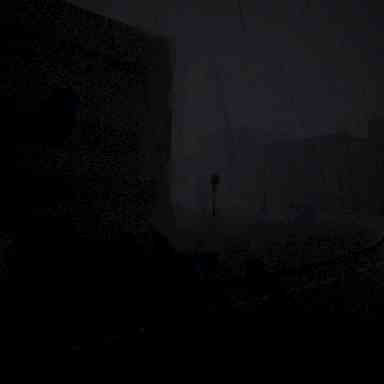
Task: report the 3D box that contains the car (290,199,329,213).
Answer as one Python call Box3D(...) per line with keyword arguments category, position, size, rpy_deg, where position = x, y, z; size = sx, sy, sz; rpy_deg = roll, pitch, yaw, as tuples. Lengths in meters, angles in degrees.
Box3D(category="car", position=(13.917, 1.626, 39.758), size=(2.128, 1.511, 4.902), rpy_deg=(2, 0, -31))

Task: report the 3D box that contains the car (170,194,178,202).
Box3D(category="car", position=(-4.312, 1.006, 59.433), size=(1.882, 1.535, 5.008), rpy_deg=(2, 1, -35))
